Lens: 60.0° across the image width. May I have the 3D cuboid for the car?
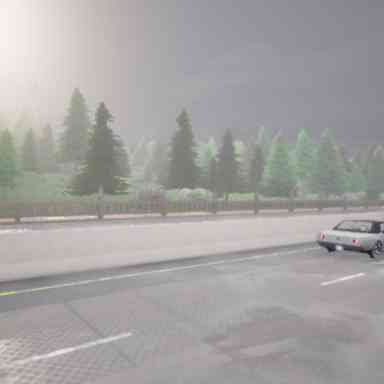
[{"bbox_3d":[7.118,1.744,13.238,4.718,1.301,1.895,1,0,-35],"label":"car"}]
